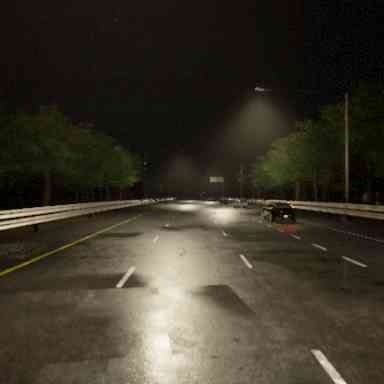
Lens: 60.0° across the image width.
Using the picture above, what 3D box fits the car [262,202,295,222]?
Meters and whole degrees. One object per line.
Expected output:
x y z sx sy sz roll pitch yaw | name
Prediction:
7.038 1.588 27.358 1.837 1.490 4.892 0 0 0 | car

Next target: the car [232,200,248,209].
7.132 1.901 50.217 1.895 1.301 4.718 0 -1 0 | car

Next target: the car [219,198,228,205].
7.323 2.187 77.651 2.128 1.511 4.902 0 -1 1 | car
